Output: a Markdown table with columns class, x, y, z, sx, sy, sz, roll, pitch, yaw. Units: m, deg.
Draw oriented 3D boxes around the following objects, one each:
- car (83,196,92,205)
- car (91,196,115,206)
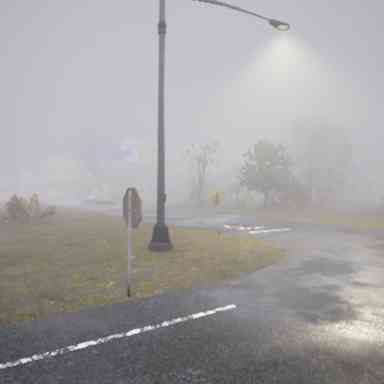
| class | x | y | z | sx | sy | sz | roll | pitch | yaw |
| --- | --- | --- | --- | --- | --- | --- | --- | --- | --- |
| car | -18.054 | 1.477 | 59.593 | 1.812 | 1.442 | 4.674 | 0 | 0 | -34 |
| car | -14.235 | 1.564 | 53.904 | 1.895 | 1.301 | 4.718 | 0 | 0 | -33 |
